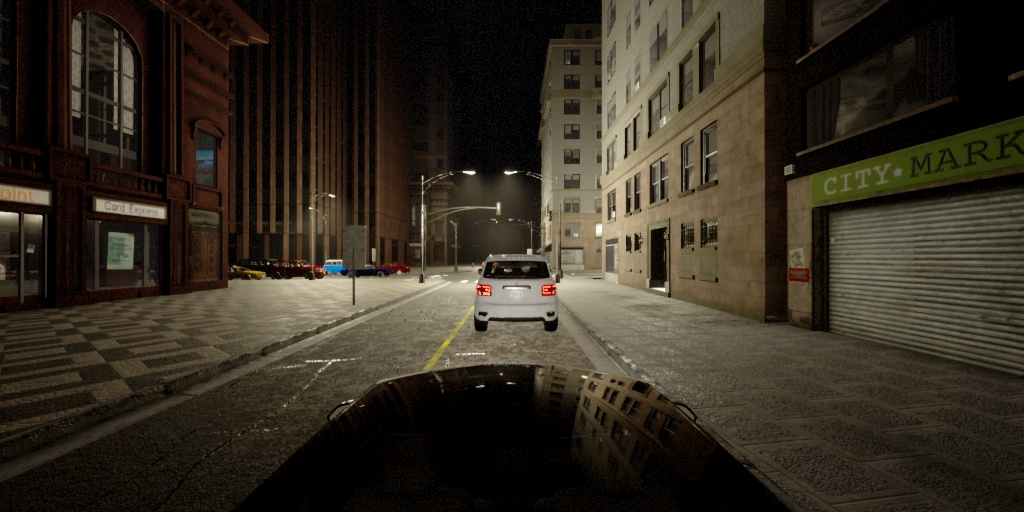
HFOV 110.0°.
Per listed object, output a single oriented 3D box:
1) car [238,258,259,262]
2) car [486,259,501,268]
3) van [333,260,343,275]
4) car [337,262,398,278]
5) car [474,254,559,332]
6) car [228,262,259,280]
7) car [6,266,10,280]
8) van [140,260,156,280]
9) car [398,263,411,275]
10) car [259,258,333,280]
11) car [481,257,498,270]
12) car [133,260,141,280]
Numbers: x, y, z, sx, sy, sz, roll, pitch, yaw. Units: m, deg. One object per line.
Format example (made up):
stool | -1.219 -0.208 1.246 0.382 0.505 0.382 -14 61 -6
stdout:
car | -24.124 1.247 35.325 5.566 2.045 2.150 -1 0 -1
car | -3.091 1.222 60.863 2.128 1.511 4.902 0 0 0
van | -19.617 1.341 41.272 3.998 1.789 1.690 0 0 0
car | -14.159 1.506 35.300 4.718 1.301 1.895 -1 0 0
car | 0.096 0.974 11.067 2.150 2.045 5.566 0 0 0
car | -25.089 1.552 32.763 4.829 1.417 1.751 0 0 0
car | -47.756 1.850 32.835 4.403 1.370 2.007 0 0 0
van | -30.883 1.436 32.782 3.998 1.789 1.690 0 0 0
car | -13.993 1.477 41.254 4.507 1.381 1.888 0 0 0
car | -19.635 1.274 32.746 5.009 1.841 2.192 0 0 0
car | -3.132 1.097 51.784 2.097 1.767 4.553 0 0 1
car | -34.480 1.373 35.377 5.566 2.045 2.150 -1 0 0
